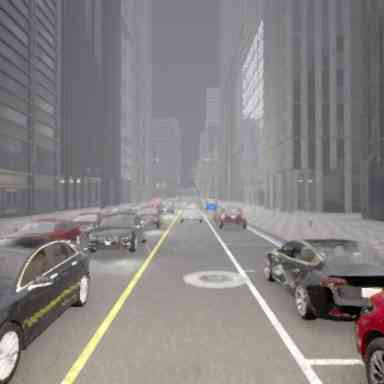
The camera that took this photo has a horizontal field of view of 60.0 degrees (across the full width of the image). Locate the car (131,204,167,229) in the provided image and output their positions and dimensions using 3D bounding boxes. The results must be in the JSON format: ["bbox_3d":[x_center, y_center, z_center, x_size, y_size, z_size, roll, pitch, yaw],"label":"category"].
[{"bbox_3d":[-3.143,1.840,24.692,1.812,1.442,4.674,0,-1,0],"label":"car"}]

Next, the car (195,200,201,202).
[{"bbox_3d":[-0.109,2.108,44.317,1.994,1.385,4.181,0,-1,0],"label":"car"}]

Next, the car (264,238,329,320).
[{"bbox_3d":[2.837,1.654,7.328,1.947,1.339,4.313,0,-1,0],"label":"car"}]

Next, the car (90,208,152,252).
[{"bbox_3d":[-3.144,1.696,14.836,1.837,1.490,4.892,0,-1,0],"label":"car"}]

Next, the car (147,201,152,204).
[{"bbox_3d":[-5.801,2.001,35.514,2.008,1.369,4.403,0,-1,0],"label":"car"}]

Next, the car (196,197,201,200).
[{"bbox_3d":[2.544,2.365,80.645,1.967,1.590,4.097,0,-1,0],"label":"car"}]

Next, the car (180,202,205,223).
[{"bbox_3d":[-0.041,1.893,29.398,1.812,1.442,4.674,0,-1,1],"label":"car"}]

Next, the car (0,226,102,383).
[{"bbox_3d":[-3.113,1.580,5.461,1.837,1.490,4.892,0,-1,0],"label":"car"}]

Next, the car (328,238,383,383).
[{"bbox_3d":[2.859,1.333,1.692,2.192,1.841,5.009,0,-1,0],"label":"car"}]

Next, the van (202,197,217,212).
[{"bbox_3d":[2.680,1.909,46.807,1.690,1.788,3.998,0,-1,0],"label":"van"}]

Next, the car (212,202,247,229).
[{"bbox_3d":[2.769,1.739,24.247,1.967,1.590,4.097,0,-1,0],"label":"car"}]

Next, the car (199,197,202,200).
[{"bbox_3d":[2.618,2.274,63.929,1.752,1.417,4.829,0,0,1],"label":"car"}]

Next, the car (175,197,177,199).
[{"bbox_3d":[-6.027,2.635,91.901,1.947,1.339,4.313,0,-1,0],"label":"car"}]

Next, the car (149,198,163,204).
[{"bbox_3d":[-5.868,1.958,52.435,2.192,1.841,5.009,0,-1,0],"label":"car"}]

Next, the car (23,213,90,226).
[{"bbox_3d":[-5.711,1.717,12.959,1.887,1.381,4.507,0,-1,0],"label":"car"}]

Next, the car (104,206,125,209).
[{"bbox_3d":[-5.757,1.753,24.238,1.967,1.590,4.097,0,-1,0],"label":"car"}]

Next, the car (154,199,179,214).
[{"bbox_3d":[-3.171,2.016,42.132,2.128,1.511,4.902,0,-1,0],"label":"car"}]

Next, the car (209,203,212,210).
[{"bbox_3d":[2.747,1.950,29.886,1.802,1.307,4.206,0,-1,0],"label":"car"}]
